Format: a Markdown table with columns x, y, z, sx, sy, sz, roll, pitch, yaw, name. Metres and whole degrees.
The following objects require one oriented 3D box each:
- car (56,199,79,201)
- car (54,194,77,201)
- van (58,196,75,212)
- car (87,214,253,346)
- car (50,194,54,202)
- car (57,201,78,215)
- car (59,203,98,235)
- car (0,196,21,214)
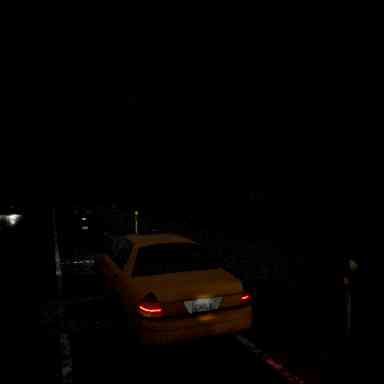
| x | y | z | sx | sy | sz | roll | pitch | yaw | name |
| --- | --- | --- | --- | --- | --- | --- | --- | --- | --- |
| -10.484 | 1.567 | 28.802 | 1.947 | 1.339 | 4.313 | 0 | 0 | -23 | car |
| -12.632 | 1.316 | 33.892 | 2.192 | 1.841 | 5.009 | 0 | 0 | -23 | car |
| -14.780 | 1.342 | 38.980 | 1.690 | 1.788 | 3.998 | 0 | 0 | -23 | van |
| -0.847 | 1.457 | 6.717 | 1.801 | 1.575 | 5.366 | 0 | 0 | -23 | car |
| -32.109 | 1.469 | 79.305 | 1.967 | 1.590 | 4.097 | 0 | 0 | -24 | car |
| -8.336 | 1.551 | 23.713 | 2.008 | 1.369 | 4.403 | 0 | 0 | -23 | car |
| -6.189 | 1.551 | 18.625 | 2.008 | 1.369 | 4.403 | 0 | 0 | -23 | car |
| -19.435 | 1.478 | 34.806 | 1.882 | 1.535 | 5.008 | 0 | 0 | -22 | car |
